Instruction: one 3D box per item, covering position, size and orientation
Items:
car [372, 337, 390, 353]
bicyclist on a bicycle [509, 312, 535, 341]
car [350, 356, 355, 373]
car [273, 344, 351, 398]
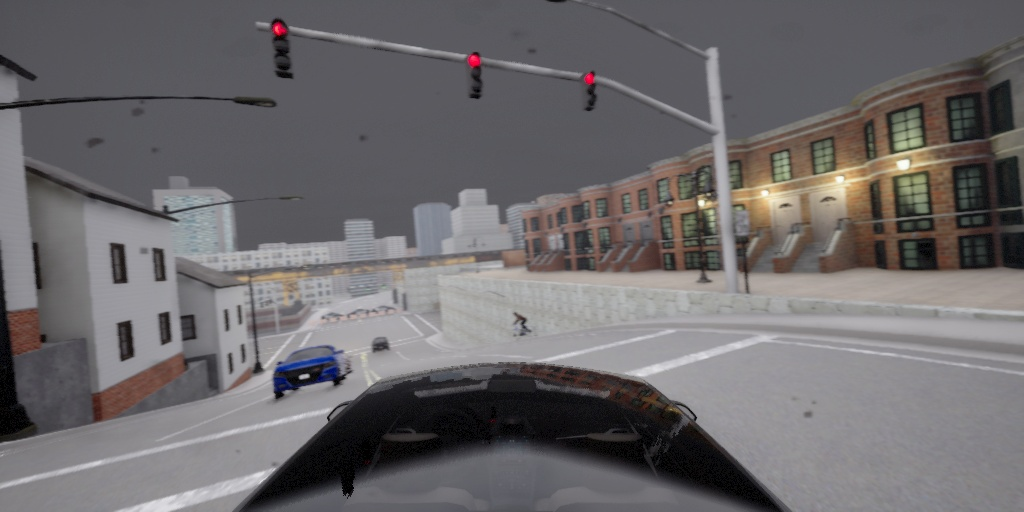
[{"bbox_3d":[-16.051,10.633,43.813,1.882,1.535,5.008,-6,-2,-21],"label":"car"},{"bbox_3d":[0.500,4.004,20.739,1.656,1.620,0.582,-10,-9,-22],"label":"bicyclist on a bicycle"},{"bbox_3d":[-11.427,7.065,23.291,1.812,1.442,4.674,-5,-13,-24],"label":"car"},{"bbox_3d":[-7.249,4.049,13.185,1.882,1.535,5.008,-6,-13,-23],"label":"car"}]
